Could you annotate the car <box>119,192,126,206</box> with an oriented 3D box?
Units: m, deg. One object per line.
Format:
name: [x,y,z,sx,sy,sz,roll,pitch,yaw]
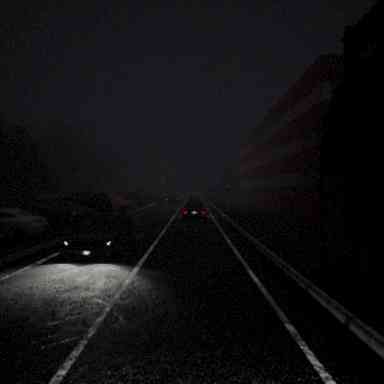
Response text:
car: [-9.275,1.131,32.900,4.553,1.767,2.185,0,1,0]

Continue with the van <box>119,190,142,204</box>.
van: [-9.329,0.893,44.201,4.442,1.987,1.878,0,1,0]

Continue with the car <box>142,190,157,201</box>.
car: [-9.167,0.943,58.330,5.008,1.535,2.097,0,1,0]

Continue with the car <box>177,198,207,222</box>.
car: [0.167,1.432,25.096,2.033,1.411,5.357,0,1,0]

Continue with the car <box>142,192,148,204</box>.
car: [-9.175,1.114,47.029,4.792,1.488,2.163,0,1,0]

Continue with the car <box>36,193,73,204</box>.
car: [-21.753,1.016,52.635,4.892,1.521,2.231,0,1,0]

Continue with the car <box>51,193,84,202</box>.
car: [-21.752,0.944,58.281,4.892,1.521,2.231,0,1,0]

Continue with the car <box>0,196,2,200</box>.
car: [-21.817,1.258,32.746,5.008,1.535,2.097,0,1,0]

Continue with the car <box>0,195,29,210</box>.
car: [-21.791,1.189,38.393,5.008,1.535,2.097,0,1,0]

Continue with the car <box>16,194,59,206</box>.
car: [-21.768,1.084,46.988,5.008,1.535,2.097,0,1,0]

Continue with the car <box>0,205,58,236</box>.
car: [-9.288,1.504,15.949,4.674,1.452,2.002,0,1,0]

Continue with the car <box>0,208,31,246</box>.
car: [-9.302,1.534,13.115,4.674,1.452,2.002,0,1,0]

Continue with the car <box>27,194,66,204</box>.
car: [-21.760,1.049,49.811,5.008,1.535,2.097,0,1,0]

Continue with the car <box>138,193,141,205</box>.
car: [-9.217,1.193,41.378,4.674,1.452,2.002,0,1,0]

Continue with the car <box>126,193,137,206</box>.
car: [-9.050,1.219,35.726,5.366,1.575,1.946,0,1,0]

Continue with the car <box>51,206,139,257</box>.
car: [-3.330,1.523,13.131,2.033,1.411,5.357,0,0,0]

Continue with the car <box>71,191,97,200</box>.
car: [-21.659,0.695,66.758,4.553,1.767,2.185,0,0,0]

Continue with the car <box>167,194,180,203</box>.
car: [-3.017,1.077,53.745,1.837,1.490,4.892,0,1,1]

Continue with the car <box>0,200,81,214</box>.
car: [-9.278,1.429,18.774,5.008,1.535,2.097,0,1,0]

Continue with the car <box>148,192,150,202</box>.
car: [-9.199,1.089,49.855,4.674,1.452,2.002,0,1,0]

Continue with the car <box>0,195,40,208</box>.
car: [-21.793,1.154,41.216,5.008,1.535,2.097,0,1,0]

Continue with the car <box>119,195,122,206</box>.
car: [-9.437,1.288,30.076,5.366,1.575,1.946,0,1,0]

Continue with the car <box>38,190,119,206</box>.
car: [-9.288,1.074,27.247,5.566,2.045,2.435,0,1,0]

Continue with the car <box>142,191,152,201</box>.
car: [-9.185,1.055,52.681,4.674,1.452,2.002,0,1,0]

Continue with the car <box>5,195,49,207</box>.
car: [-21.810,1.148,44.164,4.792,1.488,2.163,0,1,0]

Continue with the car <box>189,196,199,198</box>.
car: [0.293,1.240,42.799,2.033,1.411,5.357,0,1,1]

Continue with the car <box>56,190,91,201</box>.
car: [-21.710,0.656,60.978,5.566,2.045,2.435,0,1,0]

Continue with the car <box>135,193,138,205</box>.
car: [-9.413,1.185,38.553,5.366,1.575,1.946,0,1,0]

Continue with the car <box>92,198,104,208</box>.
car: [-9.270,1.400,24.426,4.674,1.452,2.002,0,1,0]

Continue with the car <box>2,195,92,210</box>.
car: [-9.307,1.269,21.598,4.553,1.767,2.185,0,1,0]
